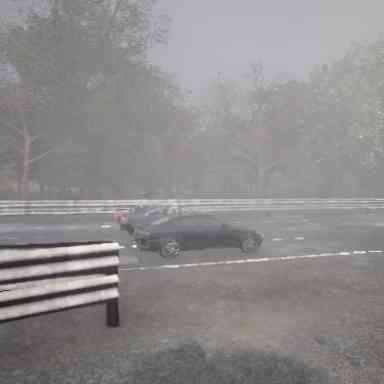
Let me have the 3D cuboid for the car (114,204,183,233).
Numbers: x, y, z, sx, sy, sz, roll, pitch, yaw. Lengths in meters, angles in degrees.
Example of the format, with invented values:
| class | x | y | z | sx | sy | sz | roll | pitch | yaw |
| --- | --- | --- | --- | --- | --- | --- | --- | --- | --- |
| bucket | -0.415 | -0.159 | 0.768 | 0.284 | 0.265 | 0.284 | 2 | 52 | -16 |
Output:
| class | x | y | z | sx | sy | sz | roll | pitch | yaw |
| --- | --- | --- | --- | --- | --- | --- | --- | --- | --- |
| car | -0.827 | 1.332 | 15.163 | 4.902 | 1.511 | 2.128 | 0 | 1 | -18 |

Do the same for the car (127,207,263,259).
| class | x | y | z | sx | sy | sz | roll | pitch | yaw |
| --- | --- | --- | --- | --- | --- | --- | --- | --- | --- |
| car | 0.250 | 1.424 | 11.834 | 4.674 | 1.442 | 1.812 | 0 | 1 | -18 |
